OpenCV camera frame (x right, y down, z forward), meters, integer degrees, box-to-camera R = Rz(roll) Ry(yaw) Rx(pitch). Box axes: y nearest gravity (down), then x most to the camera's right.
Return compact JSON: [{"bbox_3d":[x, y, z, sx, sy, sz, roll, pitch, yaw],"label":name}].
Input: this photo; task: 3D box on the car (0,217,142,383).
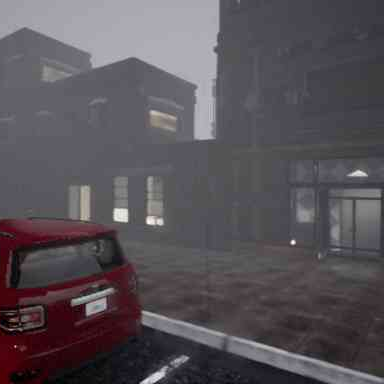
[{"bbox_3d":[-2.975,1.319,4.979,5.009,1.841,2.192,0,1,36],"label":"car"}]
